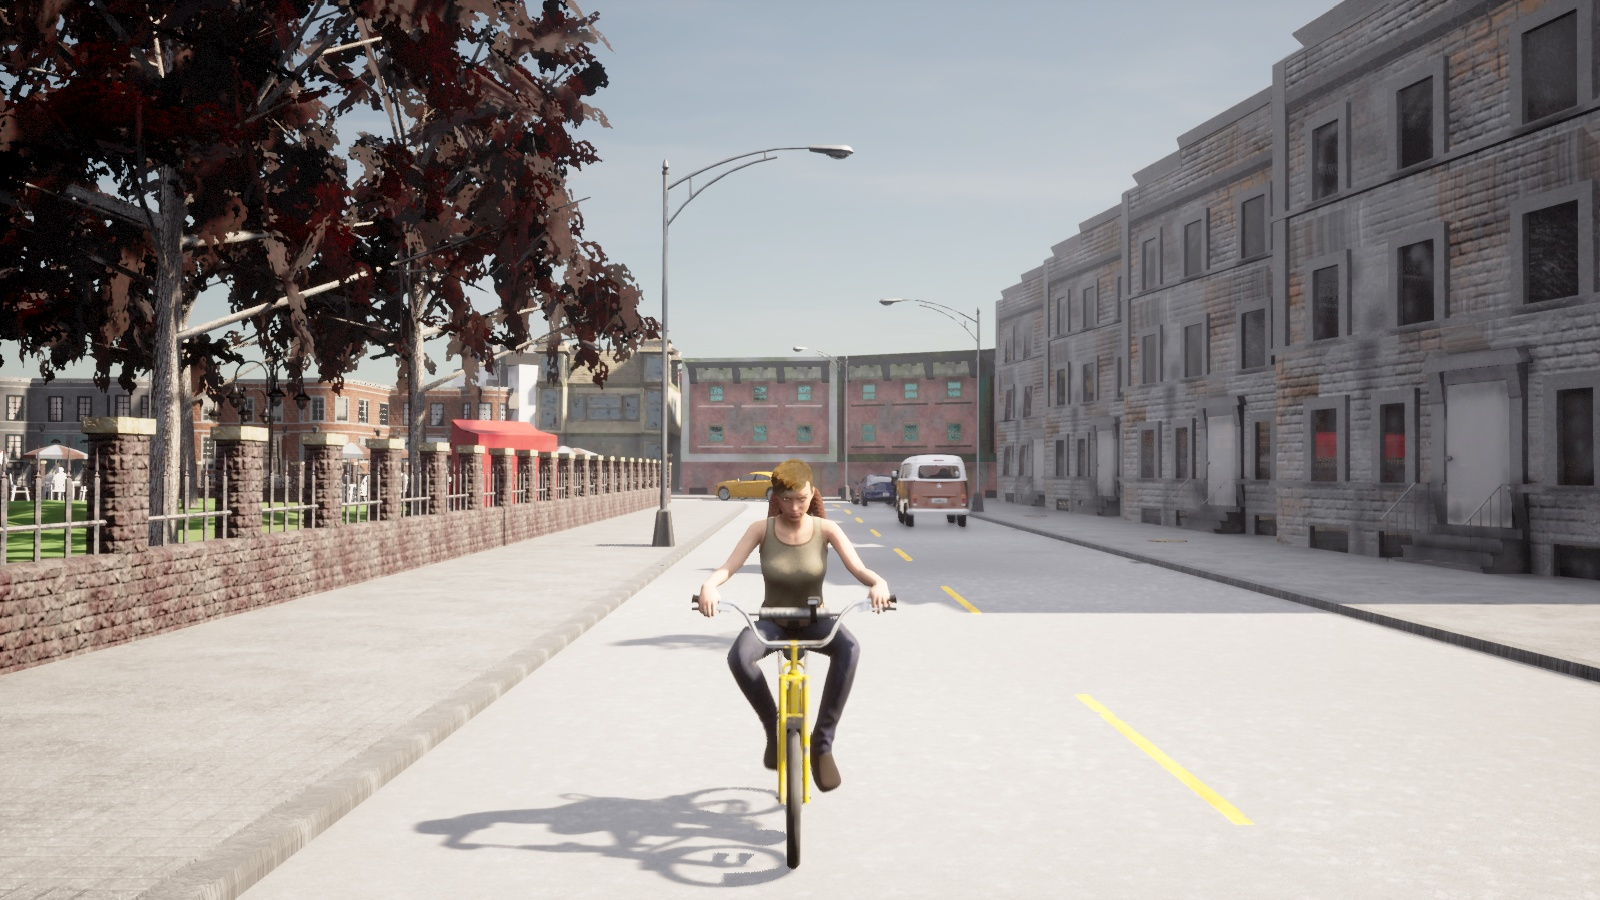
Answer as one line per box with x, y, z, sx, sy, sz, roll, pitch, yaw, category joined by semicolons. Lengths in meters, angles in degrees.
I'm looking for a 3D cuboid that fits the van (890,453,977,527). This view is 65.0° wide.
3.862;1.143;37.033;2.069;2.038;4.480;0;-1;0;van

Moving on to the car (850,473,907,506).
3.552;1.791;57.560;1.812;1.442;4.674;0;-1;-6;car

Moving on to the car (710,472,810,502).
-2.115;1.895;65.215;5.008;1.535;1.882;-1;-1;33;car

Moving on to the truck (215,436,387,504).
-26.319;1.051;66.468;7.936;3.462;2.891;0;-1;0;truck

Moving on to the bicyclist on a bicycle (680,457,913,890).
-0.020;0.843;5.454;0.866;1.612;1.509;0;-1;-1;bicyclist on a bicycle
